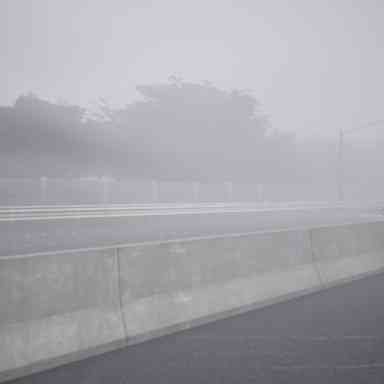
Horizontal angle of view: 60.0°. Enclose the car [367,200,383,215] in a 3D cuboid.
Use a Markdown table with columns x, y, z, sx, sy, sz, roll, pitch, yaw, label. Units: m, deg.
| x | y | z | sx | sy | sz | roll | pitch | yaw | label |
| --- | --- | --- | --- | --- | --- | --- | --- | --- | --- |
| 21.436 | 1.727 | 37.281 | 4.892 | 1.490 | 1.837 | 1 | -1 | -37 | car |
